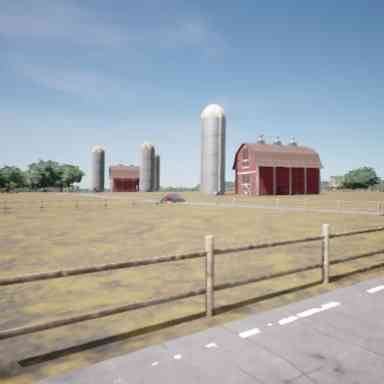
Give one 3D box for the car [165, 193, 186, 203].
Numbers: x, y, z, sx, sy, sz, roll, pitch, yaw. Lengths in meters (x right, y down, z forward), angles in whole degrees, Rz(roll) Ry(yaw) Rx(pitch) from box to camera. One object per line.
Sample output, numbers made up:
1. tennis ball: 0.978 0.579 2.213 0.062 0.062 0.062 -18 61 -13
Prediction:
1. car: -3.092 1.020 61.027 2.097 1.767 4.553 1 0 -35
